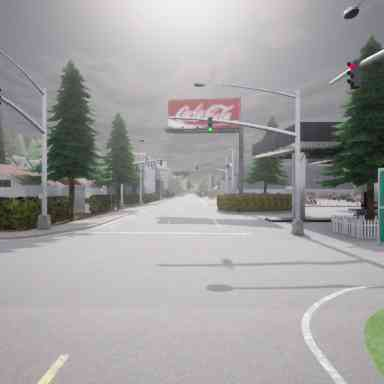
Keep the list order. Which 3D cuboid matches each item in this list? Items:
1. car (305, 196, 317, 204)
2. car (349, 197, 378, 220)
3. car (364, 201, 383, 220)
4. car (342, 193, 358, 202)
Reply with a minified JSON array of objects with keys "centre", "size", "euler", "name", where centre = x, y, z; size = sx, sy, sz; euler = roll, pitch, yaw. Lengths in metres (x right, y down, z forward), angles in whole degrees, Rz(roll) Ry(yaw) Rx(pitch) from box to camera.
[{"centre":[22.529,1.559,63.977],"size":[1.970,1.475,3.806],"euler":[0,0,0],"name":"car"},{"centre":[14.378,1.507,24.914],"size":[3.866,1.878,1.905],"euler":[0,0,0],"name":"car"},{"centre":[18.707,1.675,30.582],"size":[4.611,1.667,2.242],"euler":[0,0,0],"name":"car"},{"centre":[34.936,1.497,71.763],"size":[2.007,1.523,4.514],"euler":[0,0,0],"name":"car"}]
